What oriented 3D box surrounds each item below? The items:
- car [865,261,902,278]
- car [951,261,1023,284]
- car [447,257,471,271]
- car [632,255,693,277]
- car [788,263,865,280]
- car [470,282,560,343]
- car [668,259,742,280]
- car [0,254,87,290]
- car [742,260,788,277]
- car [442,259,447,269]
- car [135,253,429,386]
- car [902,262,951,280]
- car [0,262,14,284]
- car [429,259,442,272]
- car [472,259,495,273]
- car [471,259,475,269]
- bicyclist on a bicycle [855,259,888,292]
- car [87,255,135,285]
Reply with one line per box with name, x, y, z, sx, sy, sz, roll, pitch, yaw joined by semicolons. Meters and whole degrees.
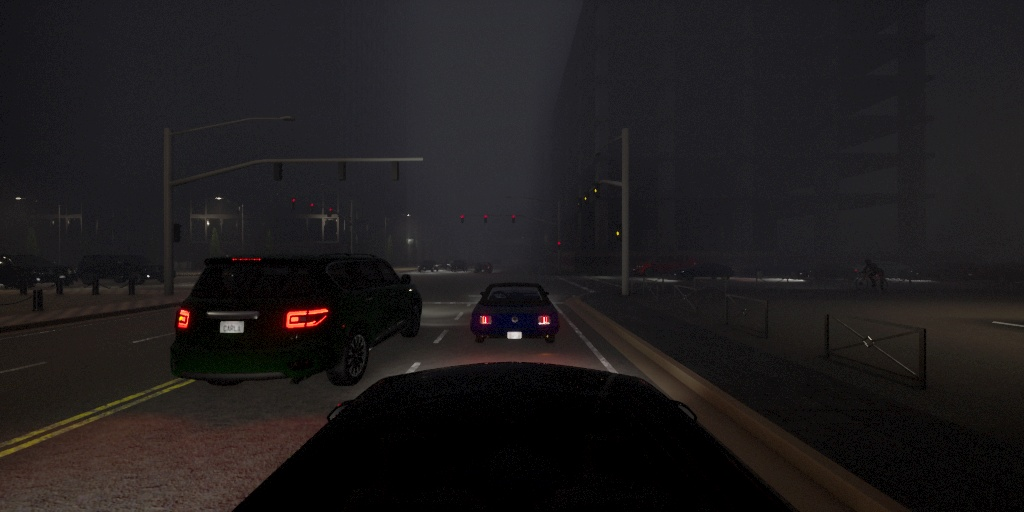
car;33.633;1.220;32.830;4.674;1.442;1.812;0;0;0
car;35.232;1.172;25.648;5.008;1.535;1.882;0;0;0
car;-7.136;1.255;48.517;1.837;1.490;4.892;0;0;0
car;13.909;0.917;32.758;5.566;2.045;2.150;0;0;0
car;25.593;1.259;29.306;4.181;1.385;1.994;0;0;0
car;0.073;1.351;9.633;1.895;1.301;4.718;0;0;0
car;15.629;1.220;29.243;4.674;1.442;1.812;0;0;0
car;-29.812;0.917;21.572;5.566;2.045;2.150;0;0;0
car;23.639;1.172;32.796;5.008;1.535;1.882;0;0;-1
car;-10.634;1.241;55.236;2.128;1.511;4.902;0;0;0
car;-3.443;0.971;7.117;2.150;2.045;5.566;0;0;0
car;35.587;1.199;29.335;4.892;1.490;1.837;0;0;0
car;-38.616;1.199;25.129;4.892;1.490;1.837;0;0;1
car;-10.636;1.255;45.893;1.837;1.490;4.892;0;0;0
car;-3.345;1.351;43.167;1.895;1.301;4.718;0;0;-1
car;-7.130;1.228;57.975;1.882;1.535;5.008;0;0;0
bicyclist on a bicycle;18.317;0.998;18.292;0.582;1.620;1.656;0;0;0
car;-26.940;0.916;25.077;5.566;2.045;2.150;0;0;1
